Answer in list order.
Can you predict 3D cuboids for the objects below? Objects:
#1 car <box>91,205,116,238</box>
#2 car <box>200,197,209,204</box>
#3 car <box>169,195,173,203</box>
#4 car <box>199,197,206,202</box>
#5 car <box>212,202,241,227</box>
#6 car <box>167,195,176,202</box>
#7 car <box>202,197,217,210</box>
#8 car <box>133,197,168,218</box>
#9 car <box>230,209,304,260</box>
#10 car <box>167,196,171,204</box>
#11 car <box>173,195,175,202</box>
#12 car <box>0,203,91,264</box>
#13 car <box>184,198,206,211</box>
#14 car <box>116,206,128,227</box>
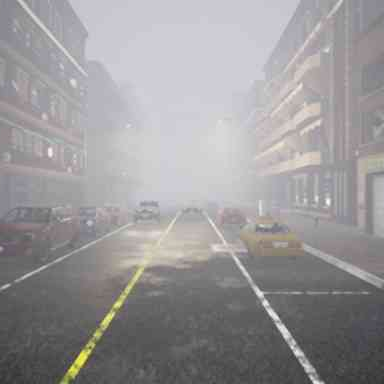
[{"bbox_3d":[-5.682,1.517,17.899,1.967,1.590,4.097,0,0,0],"label":"car"},{"bbox_3d":[2.719,1.878,74.254,1.947,1.339,4.313,0,0,0],"label":"car"},{"bbox_3d":[-5.664,1.840,68.625,2.008,1.369,4.403,0,0,0],"label":"car"},{"bbox_3d":[2.723,1.941,85.526,1.802,1.307,4.206,0,0,0],"label":"car"},{"bbox_3d":[2.700,1.646,23.529,1.887,1.381,4.507,0,0,0],"label":"car"},{"bbox_3d":[-5.655,1.696,91.171,2.192,1.841,5.009,0,0,0],"label":"car"},{"bbox_3d":[2.709,1.747,46.073,2.008,1.369,4.403,0,0,0],"label":"car"},{"bbox_3d":[-2.992,1.320,23.722,1.837,1.490,4.892,0,0,0],"label":"car"},{"bbox_3d":[2.696,1.580,12.426,1.752,1.417,4.829,0,0,0],"label":"car"},{"bbox_3d":[-5.666,1.817,62.988,2.008,1.369,4.403,0,0,0],"label":"car"},{"bbox_3d":[-5.660,1.880,79.898,1.887,1.381,4.507,0,0,0],"label":"car"},{"bbox_3d":[-5.683,1.368,12.264,2.192,1.841,5.009,0,0,0],"label":"car"},{"bbox_3d":[0.011,1.441,29.894,1.895,1.301,4.718,0,0,0],"label":"car"},{"bbox_3d":[-5.680,1.646,23.536,1.887,1.381,4.507,0,0,0],"label":"car"}]
